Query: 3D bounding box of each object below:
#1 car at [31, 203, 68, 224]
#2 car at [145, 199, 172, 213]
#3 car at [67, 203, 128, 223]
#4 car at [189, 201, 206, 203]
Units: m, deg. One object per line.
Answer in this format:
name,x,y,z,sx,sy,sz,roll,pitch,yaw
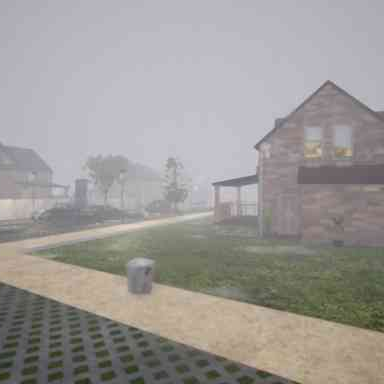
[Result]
car,-10.612,1.646,26.785,2.128,1.511,4.902,0,0,20
car,-4.409,1.711,43.694,2.097,1.767,4.553,0,-1,20
car,-7.366,1.732,27.365,2.033,1.411,5.357,0,-1,20
car,1.089,1.753,58.434,2.033,1.411,5.357,0,-1,20
